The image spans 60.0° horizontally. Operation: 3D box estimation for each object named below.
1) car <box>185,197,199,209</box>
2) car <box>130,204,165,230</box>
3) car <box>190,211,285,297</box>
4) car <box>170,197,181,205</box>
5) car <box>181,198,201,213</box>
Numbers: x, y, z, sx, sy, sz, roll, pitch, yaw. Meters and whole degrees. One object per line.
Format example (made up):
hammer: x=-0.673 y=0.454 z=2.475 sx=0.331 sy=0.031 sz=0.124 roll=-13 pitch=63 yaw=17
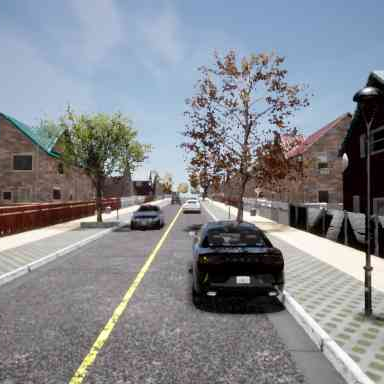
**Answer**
car: x=-0.021 y=1.541 z=47.196 sx=1.882 sy=1.535 sz=5.008 roll=0 pitch=0 yaw=0
car: x=-2.783 y=1.551 z=21.560 sx=1.812 sy=1.442 sz=4.674 roll=0 pitch=0 yaw=0
car: x=0.951 y=1.487 z=8.676 sx=1.882 sy=1.535 sz=5.008 roll=0 pitch=0 yaw=0
car: x=-2.844 y=1.590 z=59.212 sx=1.837 sy=1.490 sz=4.892 roll=0 pitch=0 yaw=0
car: x=0.016 y=1.573 z=36.956 sx=1.812 sy=1.442 sz=4.674 roll=0 pitch=0 yaw=0
